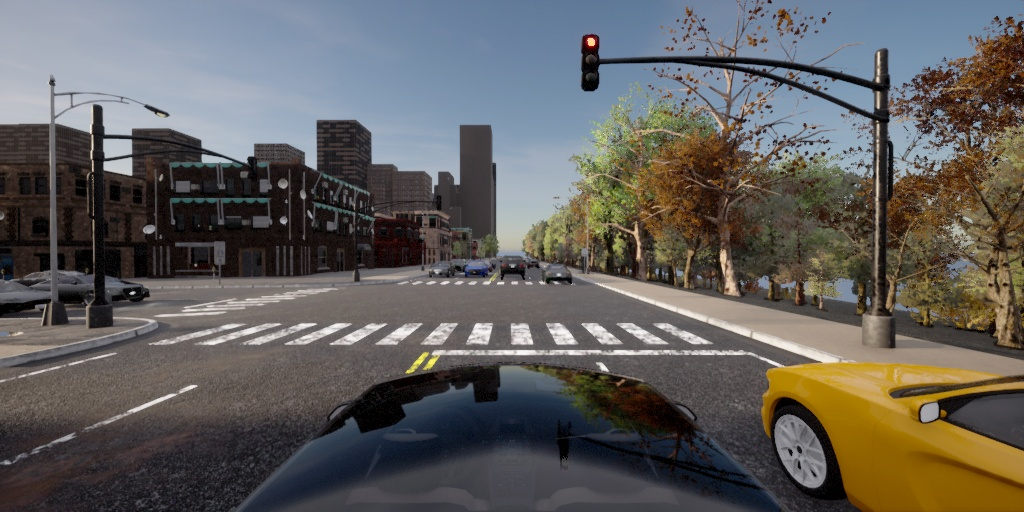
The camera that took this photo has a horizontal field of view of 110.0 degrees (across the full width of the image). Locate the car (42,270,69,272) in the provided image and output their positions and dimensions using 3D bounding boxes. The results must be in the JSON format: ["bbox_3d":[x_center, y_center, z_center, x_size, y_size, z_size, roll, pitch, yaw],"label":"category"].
[{"bbox_3d":[-28.302,1.559,22.040,4.403,1.370,2.007,0,0,0],"label":"car"}]

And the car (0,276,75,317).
[{"bbox_3d":[-19.959,1.564,13.537,4.313,1.339,1.948,0,0,0],"label":"car"}]

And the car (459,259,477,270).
[{"bbox_3d":[-6.634,1.221,54.585,2.128,1.511,4.902,0,0,0],"label":"car"}]

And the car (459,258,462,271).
[{"bbox_3d":[-6.634,1.086,44.216,2.097,1.767,4.553,0,0,0],"label":"car"}]

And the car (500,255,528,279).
[{"bbox_3d":[0.066,0.961,32.807,2.150,2.045,5.566,0,0,0],"label":"car"}]

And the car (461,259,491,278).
[{"bbox_3d":[-3.376,1.216,34.733,1.882,1.535,5.008,0,0,0],"label":"car"}]

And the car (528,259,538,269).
[{"bbox_3d":[3.291,1.233,56.846,1.837,1.490,4.892,0,0,0],"label":"car"}]

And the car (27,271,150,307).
[{"bbox_3d":[-19.186,1.526,16.243,4.181,1.385,1.994,-1,1,0],"label":"car"}]

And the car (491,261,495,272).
[{"bbox_3d":[-3.382,1.260,44.130,1.812,1.442,4.674,0,0,0],"label":"car"}]

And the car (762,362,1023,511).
[{"bbox_3d":[3.351,1.228,1.432,1.882,1.535,5.008,0,0,0],"label":"car"}]

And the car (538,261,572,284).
[{"bbox_3d":[3.323,1.306,27.332,1.994,1.385,4.181,0,0,0],"label":"car"}]

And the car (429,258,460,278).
[{"bbox_3d":[-6.625,1.230,34.342,2.128,1.511,4.902,0,0,0],"label":"car"}]
